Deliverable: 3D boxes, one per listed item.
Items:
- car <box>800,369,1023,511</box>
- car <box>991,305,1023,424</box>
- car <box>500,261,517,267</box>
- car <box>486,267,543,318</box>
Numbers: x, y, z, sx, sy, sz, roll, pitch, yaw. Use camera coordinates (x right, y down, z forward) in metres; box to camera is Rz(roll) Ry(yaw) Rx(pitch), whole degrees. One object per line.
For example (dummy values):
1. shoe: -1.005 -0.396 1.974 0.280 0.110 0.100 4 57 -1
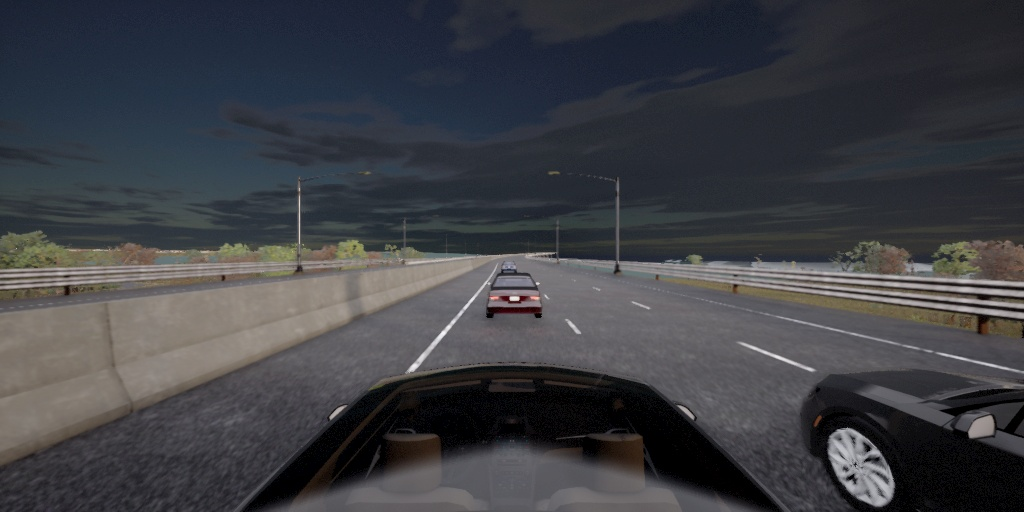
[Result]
1. car: 3.593 1.254 1.319 1.837 1.490 4.892 0 0 0
2. car: 7.092 1.312 2.471 1.994 1.385 4.181 0 0 0
3. car: -0.366 1.267 42.034 2.033 1.411 5.357 0 0 -1
4. car: 0.058 1.296 13.018 2.033 1.411 5.357 0 0 0
